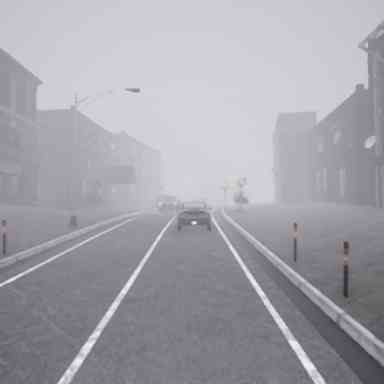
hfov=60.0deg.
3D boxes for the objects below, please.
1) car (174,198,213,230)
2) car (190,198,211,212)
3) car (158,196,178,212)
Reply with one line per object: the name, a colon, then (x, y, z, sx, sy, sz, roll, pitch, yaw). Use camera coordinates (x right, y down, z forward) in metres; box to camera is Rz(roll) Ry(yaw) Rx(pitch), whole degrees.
car: (0.139, 1.301, 19.377, 1.837, 1.490, 4.892, 0, 0, 1)
car: (1.021, 1.436, 37.865, 2.033, 1.411, 5.357, 0, -1, 5)
car: (-2.331, 1.216, 35.687, 2.097, 1.767, 4.553, 0, -1, 5)
